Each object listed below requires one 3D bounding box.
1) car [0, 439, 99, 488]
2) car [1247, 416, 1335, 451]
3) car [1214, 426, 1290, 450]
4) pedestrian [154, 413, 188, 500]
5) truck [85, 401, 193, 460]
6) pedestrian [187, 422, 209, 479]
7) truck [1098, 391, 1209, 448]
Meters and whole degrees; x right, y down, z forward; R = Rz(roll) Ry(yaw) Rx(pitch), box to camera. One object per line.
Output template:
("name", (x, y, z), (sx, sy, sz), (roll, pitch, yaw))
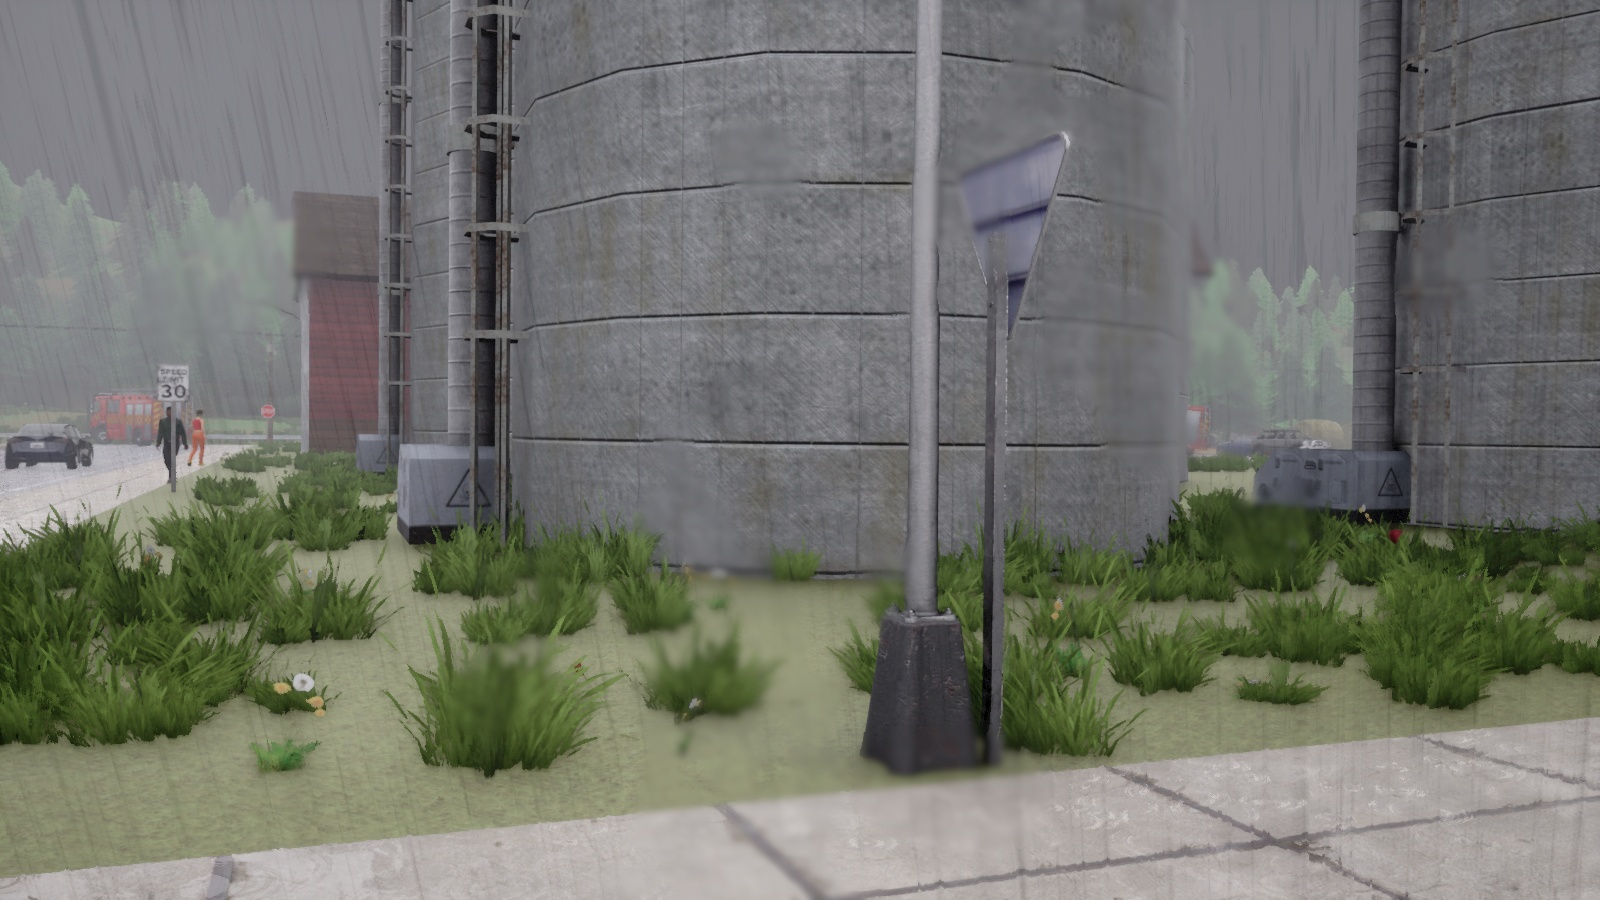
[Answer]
("car", (-24.881, 0.388, 41.735), (2.163, 1.488, 4.792), (-1, 1, -22))
("car", (27.559, -0.889, 70.614), (1.932, 1.855, 4.605), (-1, 0, -22))
("car", (28.201, -0.784, 78.468), (1.812, 1.442, 4.674), (-1, 1, -21))
("pedestrian", (-14.362, 0.141, 28.681), (0.423, 1.949, 0.788), (-1, 1, -9))
("truck", (-44.991, -1.268, 85.360), (8.468, 3.827, 2.891), (0, 1, 35))
("pedestrian", (-19.432, 0.003, 40.567), (0.345, 1.836, 0.594), (0, 1, 8))
("truck", (24.537, -2.088, 87.621), (2.891, 3.827, 8.468), (-1, 1, -22))
